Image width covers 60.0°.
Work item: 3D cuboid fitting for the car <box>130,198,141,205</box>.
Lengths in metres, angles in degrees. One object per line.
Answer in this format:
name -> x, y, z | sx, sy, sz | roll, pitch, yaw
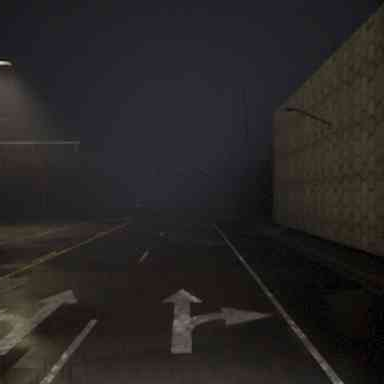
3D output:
car -> -14.048, 2.178, 82.205 | 2.097, 1.767, 4.553 | 0, -1, 0
